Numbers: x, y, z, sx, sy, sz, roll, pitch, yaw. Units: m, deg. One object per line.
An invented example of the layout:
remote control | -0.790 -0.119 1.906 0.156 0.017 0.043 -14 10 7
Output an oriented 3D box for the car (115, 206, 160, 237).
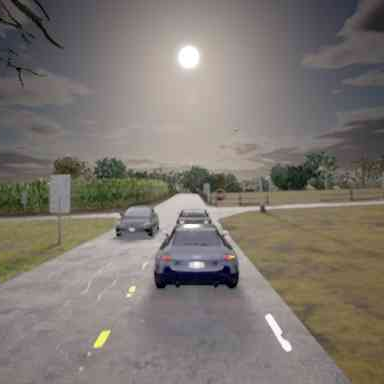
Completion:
car | -2.789 1.481 17.882 1.812 1.442 4.674 0 0 0

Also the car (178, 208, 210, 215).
car | 0.106 1.549 19.049 1.895 1.301 4.718 0 0 0

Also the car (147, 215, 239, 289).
car | 0.103 1.550 9.169 1.994 1.385 4.181 0 0 0
